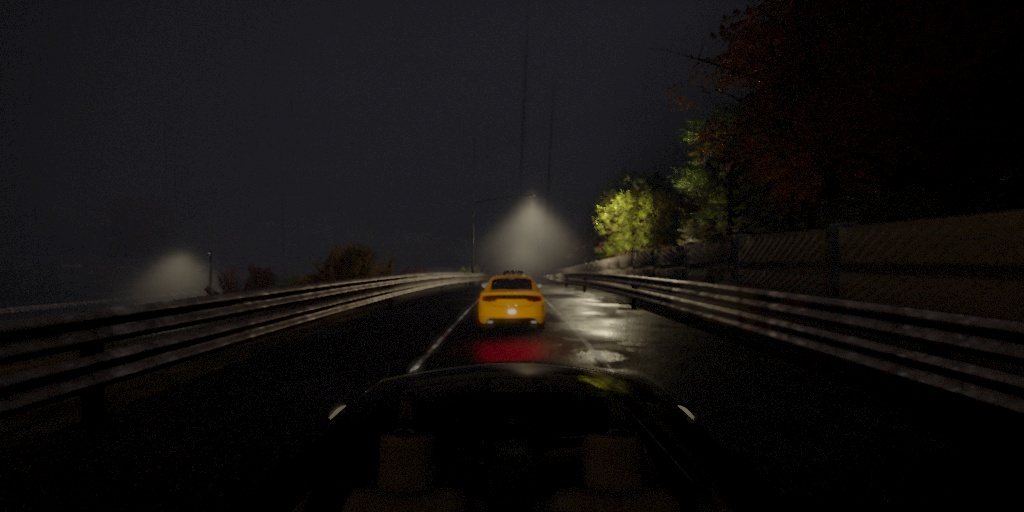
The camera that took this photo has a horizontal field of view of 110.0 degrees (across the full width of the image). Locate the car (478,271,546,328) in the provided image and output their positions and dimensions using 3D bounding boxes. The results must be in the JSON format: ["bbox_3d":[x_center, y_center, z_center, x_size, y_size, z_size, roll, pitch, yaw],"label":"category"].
[{"bbox_3d":[0.003,1.343,11.814,1.882,1.535,5.008,0,-1,0],"label":"car"}]

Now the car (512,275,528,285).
[{"bbox_3d":[1.070,3.055,46.307,1.895,1.301,4.718,0,-3,3],"label":"car"}]
